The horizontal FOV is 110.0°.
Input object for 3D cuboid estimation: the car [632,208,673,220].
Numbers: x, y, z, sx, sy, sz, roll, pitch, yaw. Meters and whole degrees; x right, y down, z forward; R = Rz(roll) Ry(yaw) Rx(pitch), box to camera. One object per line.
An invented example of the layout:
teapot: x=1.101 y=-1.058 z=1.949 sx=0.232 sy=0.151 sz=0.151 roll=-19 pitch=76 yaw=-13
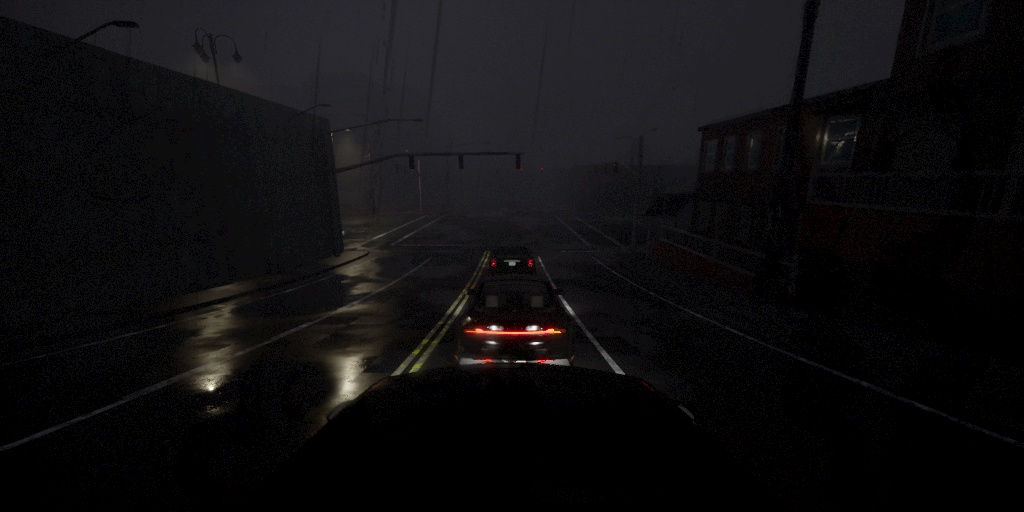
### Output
car: x=18.057 y=-5.546 z=46.053 sx=5.008 sy=1.535 sz=1.882 roll=0 pitch=12 yaw=0

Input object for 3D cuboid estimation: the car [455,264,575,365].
car: x=0.053 y=1.122 z=7.194 sx=1.837 sy=1.490 sz=4.892 roll=0 pitch=2 yaw=0

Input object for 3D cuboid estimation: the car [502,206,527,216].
car: x=0.267 y=-6.483 z=50.930 sx=1.895 sy=1.301 sz=4.718 roll=-6 pitch=14 yaw=-26

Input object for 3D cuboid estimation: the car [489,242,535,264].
car: x=0.015 y=0.085 z=17.445 sx=2.097 sy=1.767 sz=4.553 roll=0 pitch=7 yaw=0
